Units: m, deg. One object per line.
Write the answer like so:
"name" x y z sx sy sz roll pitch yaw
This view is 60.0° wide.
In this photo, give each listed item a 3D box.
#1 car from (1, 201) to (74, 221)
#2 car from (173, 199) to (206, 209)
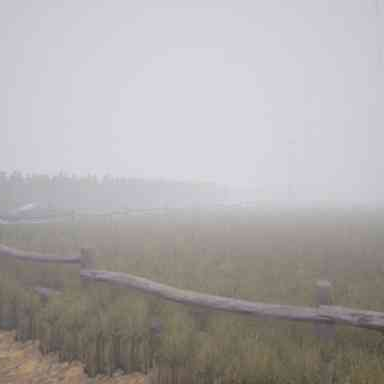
"car" -10.921 1.426 23.910 1.882 1.535 5.008 0 0 36
"car" -0.218 1.571 38.754 2.128 1.511 4.902 0 0 36
